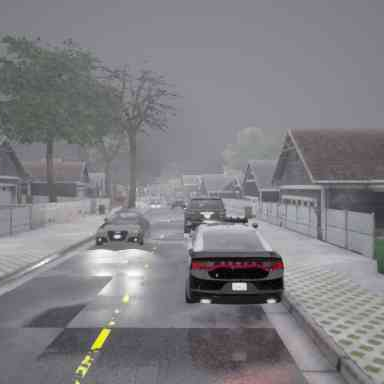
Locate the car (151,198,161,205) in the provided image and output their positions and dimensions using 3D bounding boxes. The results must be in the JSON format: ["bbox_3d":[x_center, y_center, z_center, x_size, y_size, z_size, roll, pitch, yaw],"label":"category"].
[{"bbox_3d":[-7.073,1.846,65.340,2.128,1.511,4.902,0,-1,-8],"label":"car"}]

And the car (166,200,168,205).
[{"bbox_3d":[-3.749,1.853,61.872,2.033,1.411,5.357,0,-1,-8],"label":"car"}]

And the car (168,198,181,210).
[{"bbox_3d":[-2.003,1.663,46.832,1.837,1.490,4.892,0,0,-5],"label":"car"}]

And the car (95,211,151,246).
[{"bbox_3d":[-3.000,1.584,15.185,1.994,1.385,4.181,0,0,-1],"label":"car"}]

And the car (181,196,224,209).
[{"bbox_3d":[0.641,1.250,18.288,2.150,2.045,5.566,0,0,-2],"label":"car"}]

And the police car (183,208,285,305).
[{"bbox_3d":[0.807,1.430,8.315,1.930,1.638,5.238,0,0,0],"label":"police car"}]

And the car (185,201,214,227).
[{"bbox_3d":[0.417,1.494,24.476,1.801,1.575,5.366,0,0,-2],"label":"car"}]
